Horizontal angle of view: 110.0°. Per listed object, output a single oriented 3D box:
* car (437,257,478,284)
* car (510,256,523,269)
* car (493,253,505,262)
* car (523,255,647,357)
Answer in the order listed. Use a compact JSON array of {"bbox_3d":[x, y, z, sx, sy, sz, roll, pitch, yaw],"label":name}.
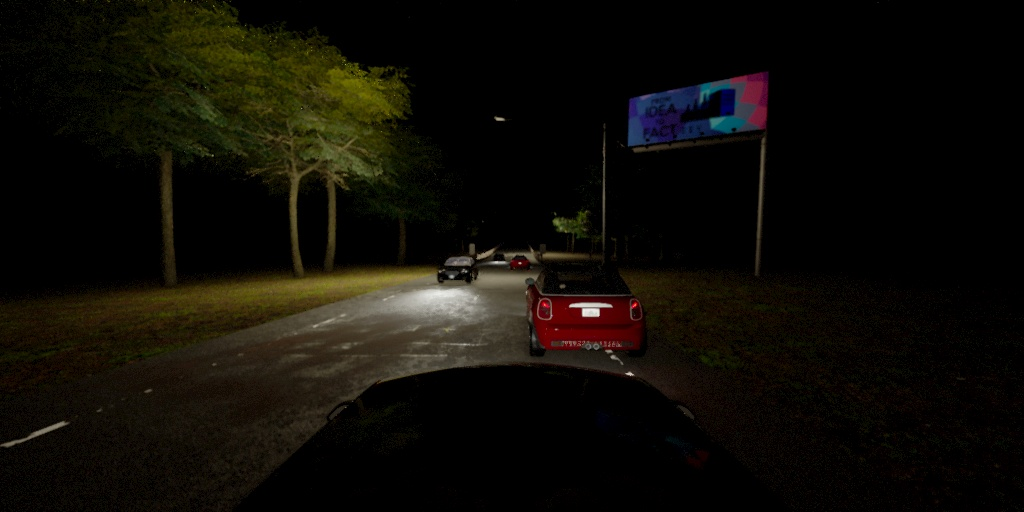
[{"bbox_3d":[-3.153,0.807,21.518,2.128,1.511,4.902,0,1,1],"label":"car"},{"bbox_3d":[0.854,0.655,37.568,1.994,1.385,4.181,0,1,1],"label":"car"},{"bbox_3d":[-2.255,0.204,62.863,2.128,1.511,4.902,0,1,2],"label":"car"},{"bbox_3d":[1.395,0.937,8.266,2.097,1.767,4.553,0,1,1],"label":"car"}]
